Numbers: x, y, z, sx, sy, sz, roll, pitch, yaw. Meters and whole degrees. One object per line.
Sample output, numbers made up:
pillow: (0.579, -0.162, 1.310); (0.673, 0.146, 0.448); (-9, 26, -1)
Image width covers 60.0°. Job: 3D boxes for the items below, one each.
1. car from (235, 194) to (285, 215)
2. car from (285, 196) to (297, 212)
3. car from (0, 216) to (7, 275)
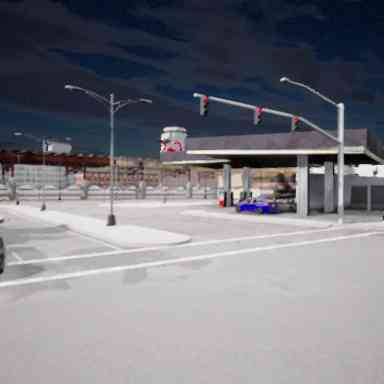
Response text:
car: (6.454, 1.337, 33.378); (2.242, 1.667, 4.611); (0, 0, -36)
car: (10.654, 1.513, 37.370); (1.970, 1.475, 3.806); (0, 0, -36)
car: (-7.050, 1.262, 9.921); (2.150, 2.045, 5.566); (0, 2, -36)
